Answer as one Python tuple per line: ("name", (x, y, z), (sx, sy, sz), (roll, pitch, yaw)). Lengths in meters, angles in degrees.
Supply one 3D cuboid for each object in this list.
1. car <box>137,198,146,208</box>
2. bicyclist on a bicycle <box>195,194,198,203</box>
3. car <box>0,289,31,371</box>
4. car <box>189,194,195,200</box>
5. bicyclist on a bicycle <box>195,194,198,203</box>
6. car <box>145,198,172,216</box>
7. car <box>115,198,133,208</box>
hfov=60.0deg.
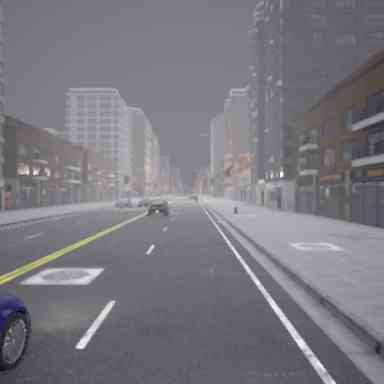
("car", (-6.551, 1.569, 47.764), (2.033, 1.411, 5.357), (0, 0, 1))
("bicyclist on a bicycle", (0.908, 1.482, 63.573), (0.582, 1.620, 1.656), (0, 0, 0))
("car", (-3.152, 1.527, 2.706), (1.812, 1.442, 4.674), (0, 0, 0))
("car", (0.019, 1.421, 90.858), (1.837, 1.490, 4.892), (0, 0, 0))
("bicyclist on a bicycle", (0.909, 1.404, 72.326), (0.659, 1.776, 1.843), (0, 0, 0))
("car", (-3.142, 1.519, 32.460), (1.837, 1.490, 4.892), (0, 0, 0))
("car", (-9.798, 1.547, 48.103), (1.812, 1.442, 4.674), (0, 0, 0))
